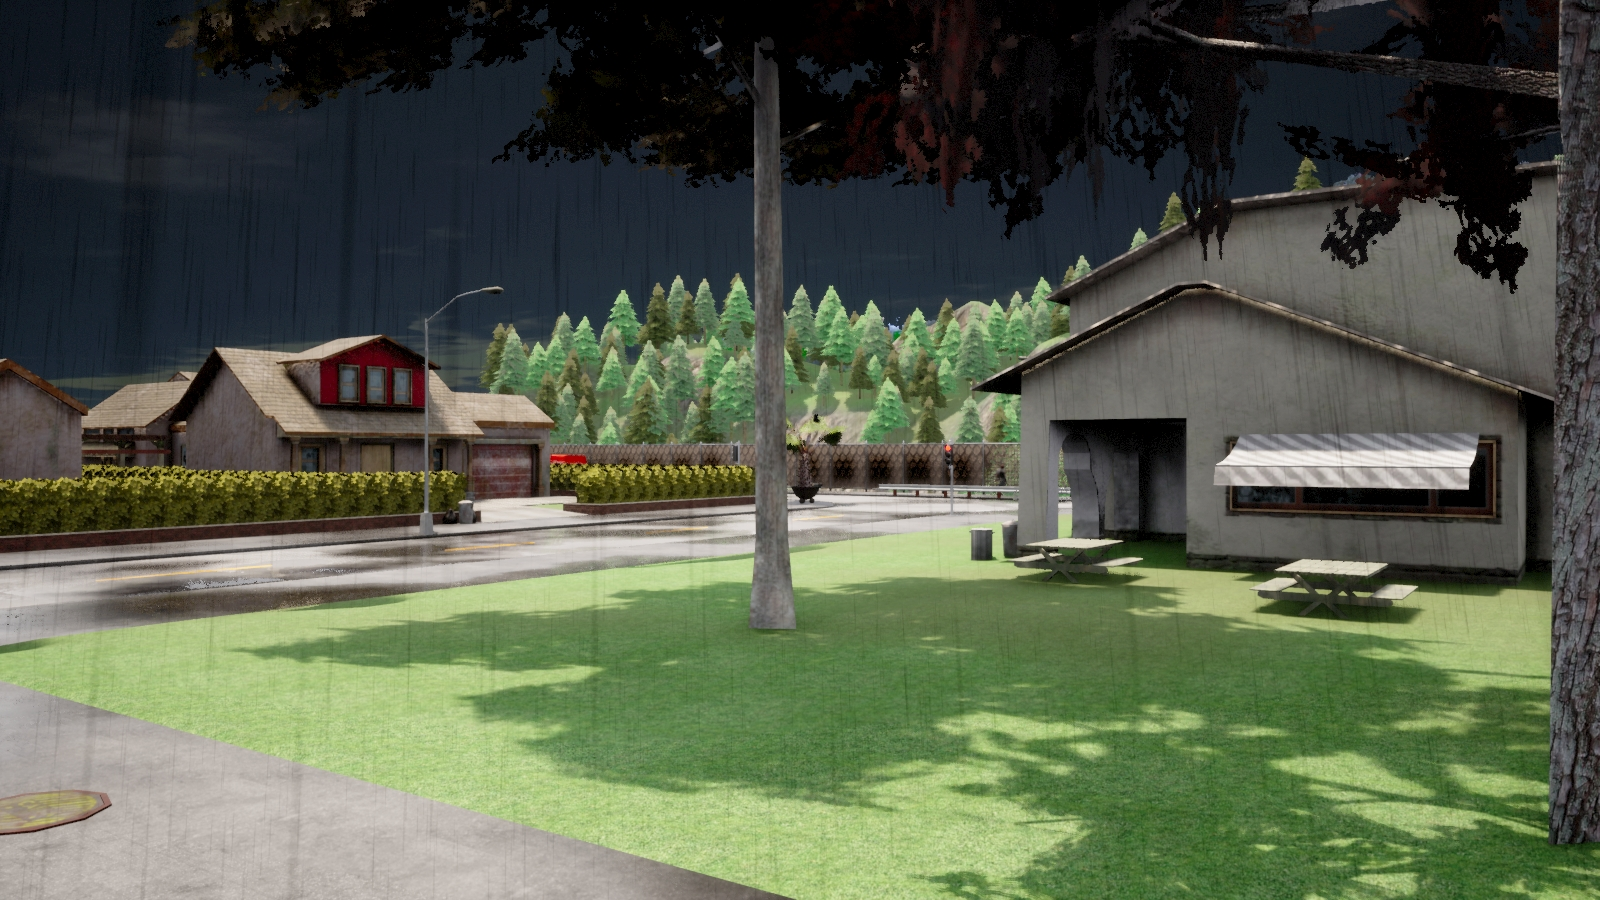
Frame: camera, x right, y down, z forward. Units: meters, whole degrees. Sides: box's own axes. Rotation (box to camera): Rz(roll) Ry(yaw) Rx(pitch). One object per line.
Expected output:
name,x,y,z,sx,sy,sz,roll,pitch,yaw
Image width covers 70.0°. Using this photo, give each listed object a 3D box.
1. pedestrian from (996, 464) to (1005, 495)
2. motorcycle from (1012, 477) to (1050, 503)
pedestrian,11.825,1.745,67.432,0.375,1.860,0.375,0,0,35
motorcycle,12.320,2.142,61.034,1.805,1.316,0.856,0,0,35
